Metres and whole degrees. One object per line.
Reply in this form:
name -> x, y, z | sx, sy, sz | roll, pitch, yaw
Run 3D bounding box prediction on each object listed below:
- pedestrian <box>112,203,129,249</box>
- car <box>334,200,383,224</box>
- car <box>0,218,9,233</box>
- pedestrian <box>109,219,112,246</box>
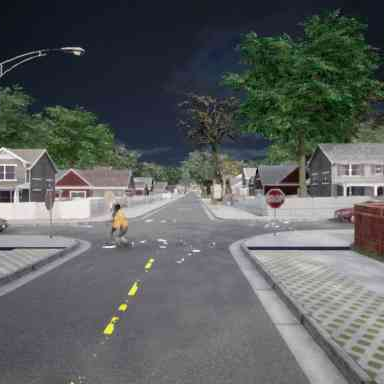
pedestrian -> -2.756, 1.292, 12.804 | 0.375, 1.860, 0.375 | 0, 0, 0
car -> 11.863, 1.294, 22.005 | 4.674, 1.442, 1.812 | -1, 0, 0
car -> -12.999, 1.727, 18.942 | 4.674, 1.442, 1.812 | -1, 0, 0
pedestrian -> -3.045, 1.291, 13.484 | 0.375, 1.860, 0.375 | 0, 0, 0
